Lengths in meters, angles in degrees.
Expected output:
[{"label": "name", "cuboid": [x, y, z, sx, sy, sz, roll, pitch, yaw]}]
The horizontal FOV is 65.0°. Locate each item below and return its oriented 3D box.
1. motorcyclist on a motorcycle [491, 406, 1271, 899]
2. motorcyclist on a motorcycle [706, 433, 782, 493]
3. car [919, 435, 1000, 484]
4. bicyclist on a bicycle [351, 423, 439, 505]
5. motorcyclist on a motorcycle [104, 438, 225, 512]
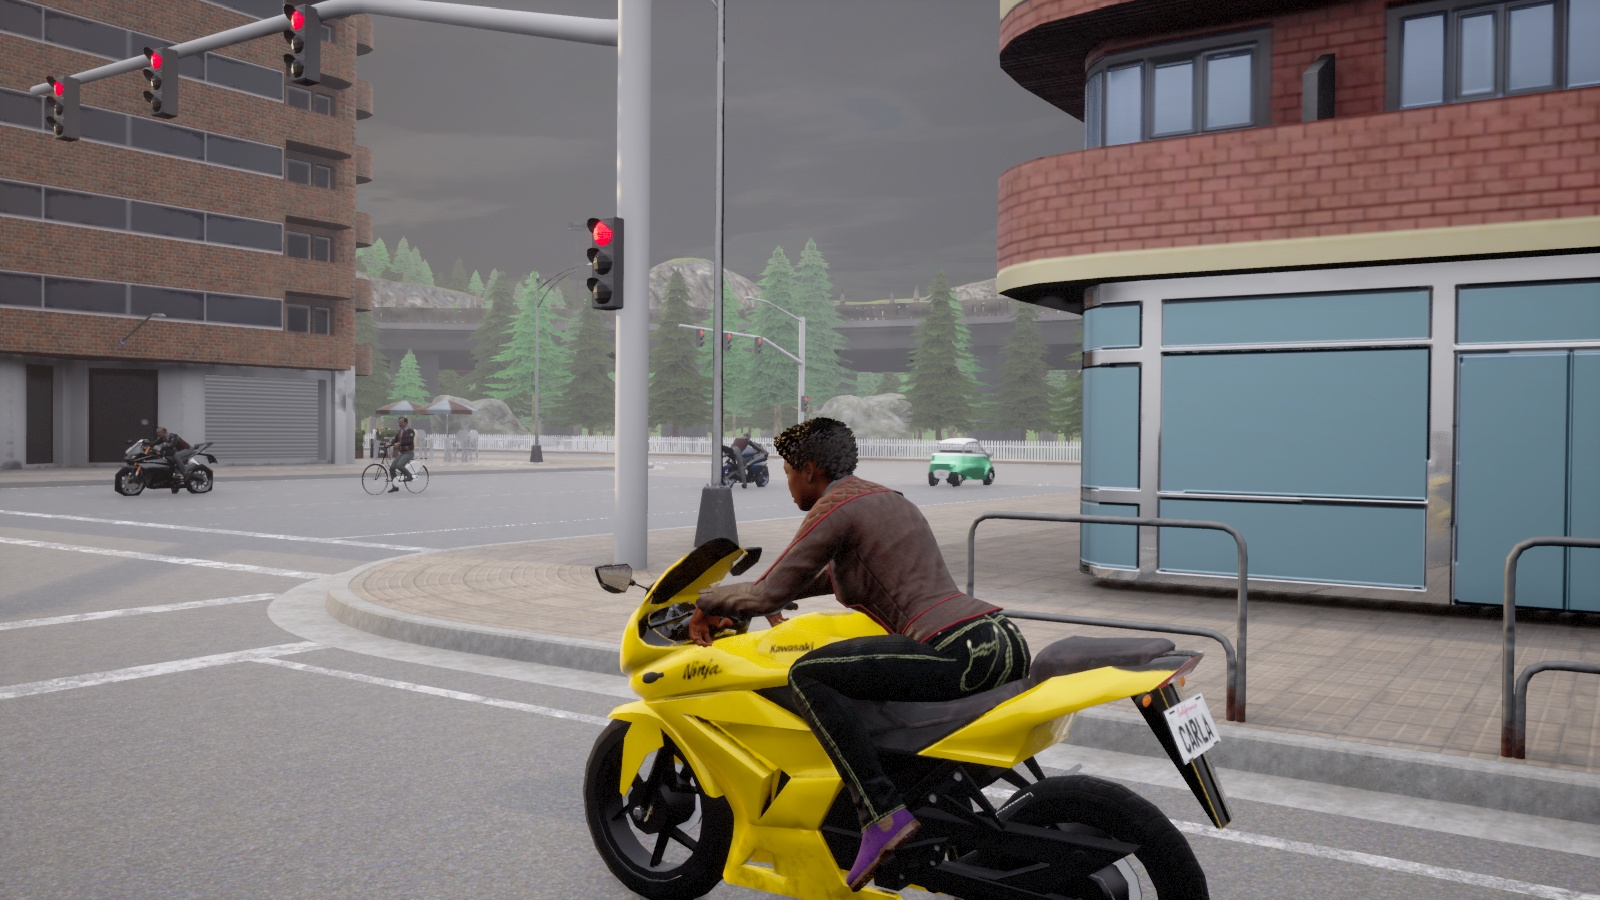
[{"label": "motorcyclist on a motorcycle", "cuboid": [0.158, 0.664, 3.519, 2.044, 1.523, 0.797, 0, 1, 34]}, {"label": "motorcyclist on a motorcycle", "cuboid": [-1.465, 0.324, 33.396, 0.866, 1.530, 2.191, 0, 1, 34]}, {"label": "car", "cuboid": [4.607, 0.252, 36.150, 1.481, 1.376, 2.207, 0, 1, 34]}, {"label": "bicyclist on a bicycle", "cuboid": [-9.107, 0.298, 28.300, 0.659, 1.776, 1.843, 0, 1, 34]}, {"label": "motorcyclist on a motorcycle", "cuboid": [-13.873, 0.517, 27.482, 0.866, 1.530, 2.191, 0, 1, 34]}]
